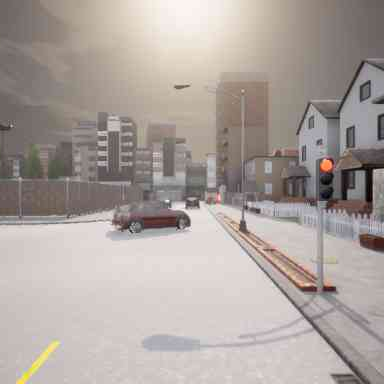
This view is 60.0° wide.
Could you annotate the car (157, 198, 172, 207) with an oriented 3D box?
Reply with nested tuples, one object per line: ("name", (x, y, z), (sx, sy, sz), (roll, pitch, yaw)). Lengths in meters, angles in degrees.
("car", (-4.103, 1.564, 50.574), (1.994, 1.385, 4.181), (0, 0, 0))

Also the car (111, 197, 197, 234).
("car", (-2.301, 1.351, 19.384), (4.553, 1.767, 2.097), (0, 0, -37))

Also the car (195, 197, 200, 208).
("car", (0.088, 1.477, 47.972), (1.882, 1.535, 5.008), (0, 0, 0))

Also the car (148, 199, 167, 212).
("car", (-4.112, 1.601, 40.505), (1.895, 1.301, 4.718), (0, 0, 0))
